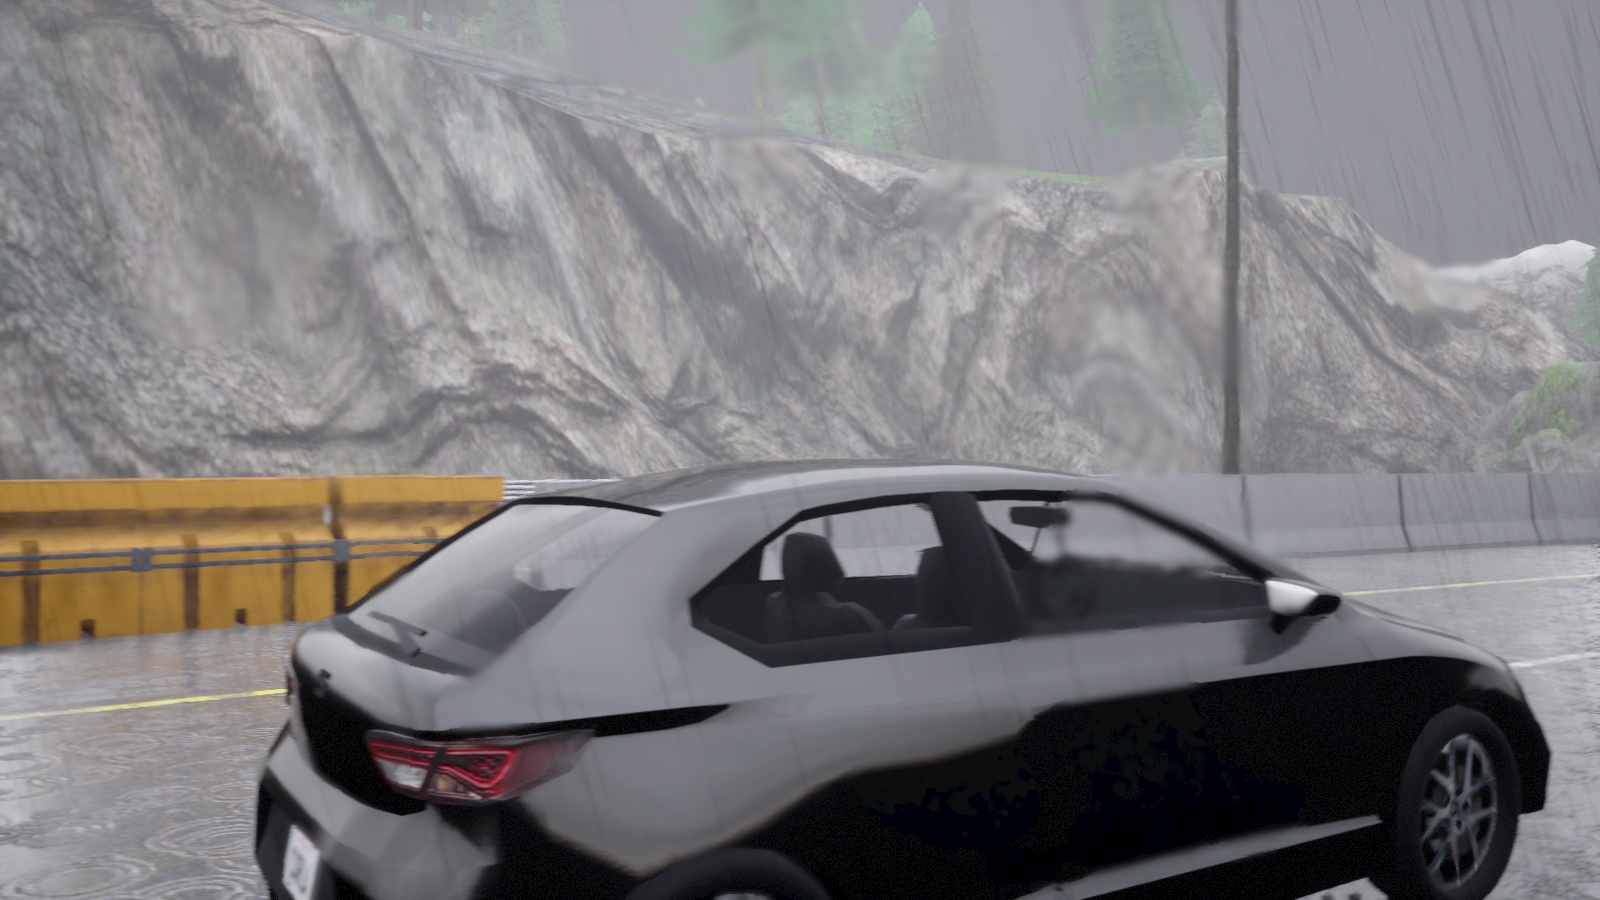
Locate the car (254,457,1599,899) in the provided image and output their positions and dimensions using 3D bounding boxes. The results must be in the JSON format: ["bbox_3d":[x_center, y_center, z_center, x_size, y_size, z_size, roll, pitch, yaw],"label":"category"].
[{"bbox_3d":[0.651,0.765,4.071,4.193,1.474,1.816,0,0,-33],"label":"car"}]
